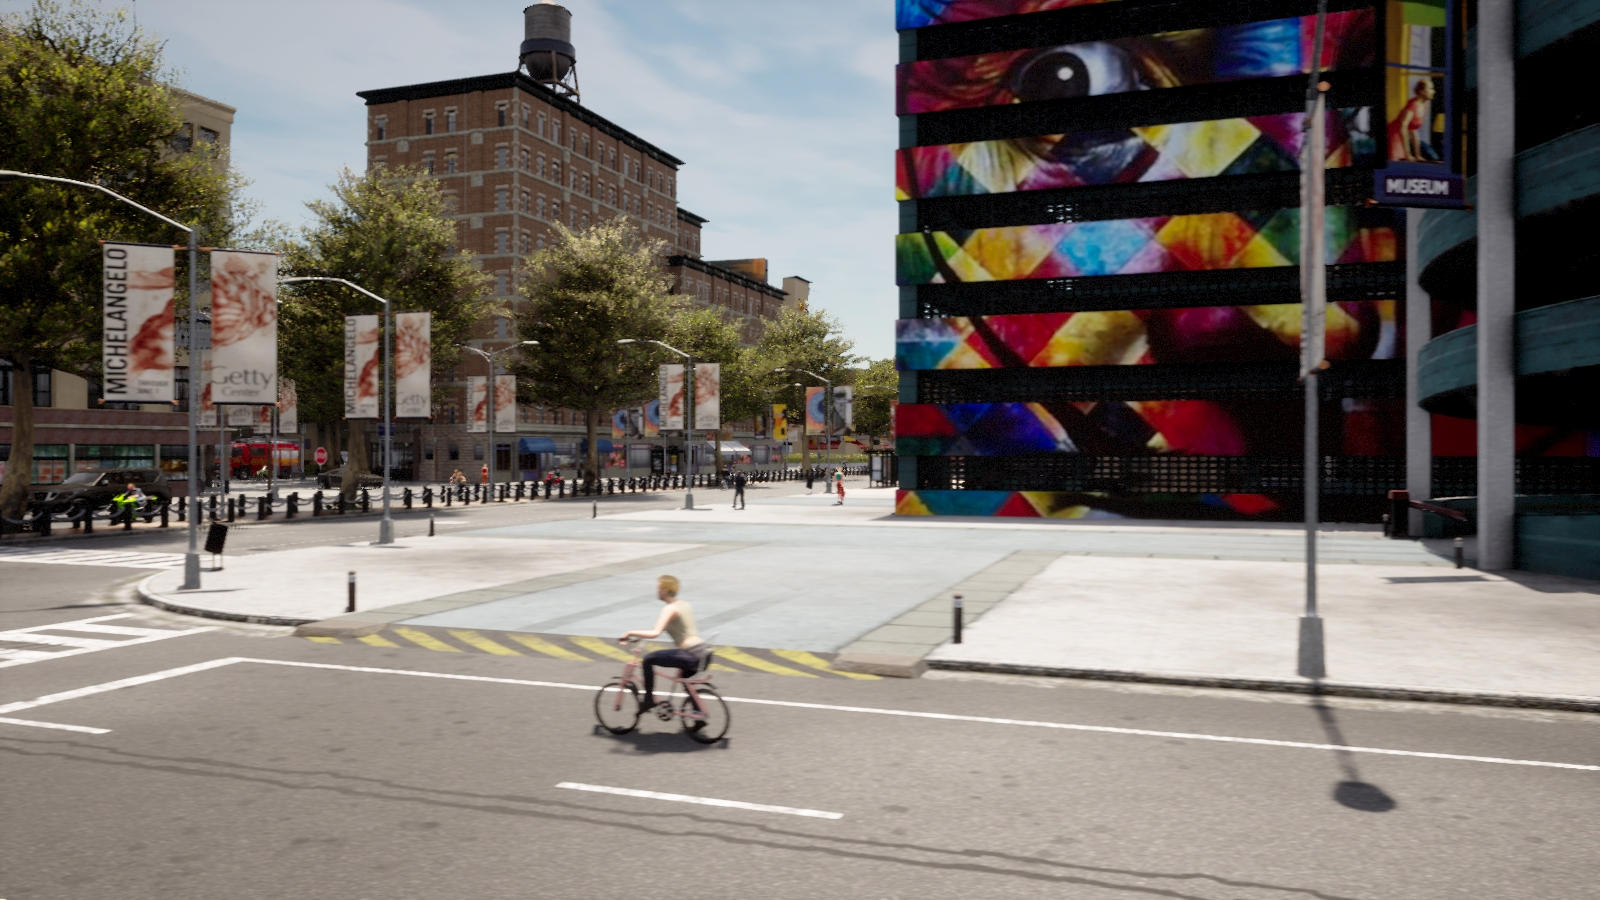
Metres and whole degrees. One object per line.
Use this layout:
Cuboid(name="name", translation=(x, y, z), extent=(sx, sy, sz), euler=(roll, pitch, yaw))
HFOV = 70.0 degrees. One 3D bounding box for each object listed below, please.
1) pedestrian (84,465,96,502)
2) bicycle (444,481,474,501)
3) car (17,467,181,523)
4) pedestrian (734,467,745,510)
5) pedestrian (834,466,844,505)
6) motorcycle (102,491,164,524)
Cuboid(name="pedestrian", translation=(-35.965, 1.694, 57.895), extent=(0.375, 1.860, 0.375), euler=(0, 0, 19))
Cuboid(name="bicycle", translation=(-18.860, 2.253, 63.153), extent=(0.859, 1.080, 1.487), euler=(0, 0, 20))
Cuboid(name="car", translation=(-28.489, 1.777, 46.705), extent=(2.150, 2.045, 5.566), euler=(0, 0, 20))
Cuboid(name="pedestrian", translation=(-2.665, 1.693, 50.354), extent=(0.375, 1.860, 0.375), euler=(0, 0, 29))
Cuboid(name="pedestrian", translation=(1.865, 1.693, 54.482), extent=(0.375, 1.860, 0.375), euler=(0, 0, 26))
Cuboid(name="motorcycle", translation=(-25.712, 2.211, 44.103), extent=(0.803, 1.145, 2.033), euler=(0, 0, 20))
